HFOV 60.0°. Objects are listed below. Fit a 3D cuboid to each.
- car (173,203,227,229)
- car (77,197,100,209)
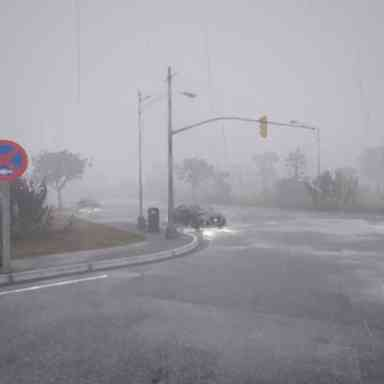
[{"bbox_3d":[0.261,1.402,20.394,1.994,1.385,4.181,-1,1,-32],"label":"car"},{"bbox_3d":[-12.707,1.313,40.764,1.994,1.385,4.181,-1,1,-32],"label":"car"}]
